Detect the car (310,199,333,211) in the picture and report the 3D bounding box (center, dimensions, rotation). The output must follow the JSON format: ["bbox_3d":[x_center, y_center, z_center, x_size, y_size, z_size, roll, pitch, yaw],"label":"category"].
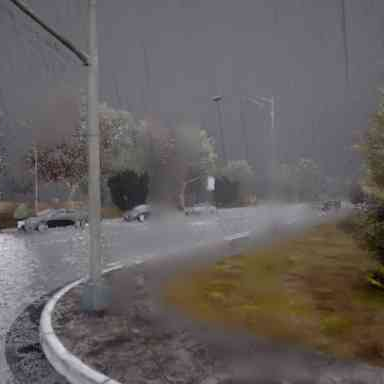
[{"bbox_3d":[17.372,1.838,45.187,1.994,1.385,4.181,-2,-1,32],"label":"car"}]

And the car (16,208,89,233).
[{"bbox_3d":[-9.451,1.879,22.894,2.128,1.511,4.902,-2,-1,32],"label":"car"}]

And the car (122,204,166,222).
[{"bbox_3d":[-4.335,1.904,30.757,1.837,1.490,4.892,-2,-1,32],"label":"car"}]

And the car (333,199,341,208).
[{"bbox_3d":[22.721,1.859,53.591,1.837,1.490,4.892,-2,-1,33],"label":"car"}]

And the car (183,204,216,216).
[{"bbox_3d":[0.949,2.035,39.125,1.895,1.301,4.718,-2,-1,32],"label":"car"}]
